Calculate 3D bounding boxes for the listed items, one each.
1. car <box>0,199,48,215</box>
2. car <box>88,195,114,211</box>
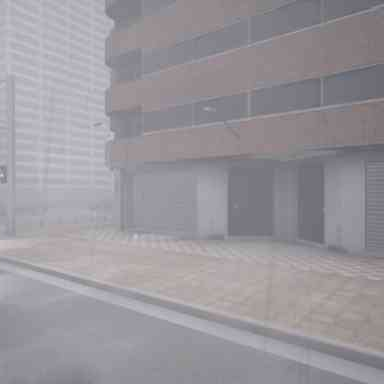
[{"bbox_3d":[-16.698,1.504,32.633,1.837,1.490,4.892,0,0,37],"label":"car"},{"bbox_3d":[-10.451,1.504,40.889,1.837,1.490,4.892,0,0,37],"label":"car"}]
